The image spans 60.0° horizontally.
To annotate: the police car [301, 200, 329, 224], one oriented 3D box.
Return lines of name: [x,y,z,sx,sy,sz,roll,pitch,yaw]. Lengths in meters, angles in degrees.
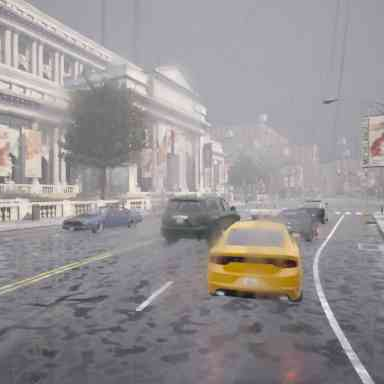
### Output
police car: [9.169,1.425,25.099,1.930,1.638,5.238,0,0,27]

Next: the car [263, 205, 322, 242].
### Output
car: [5.162,1.564,16.744,1.994,1.385,4.181,0,0,26]

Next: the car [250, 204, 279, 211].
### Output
car: [6.353,1.601,27.069,1.895,1.301,4.718,0,0,29]

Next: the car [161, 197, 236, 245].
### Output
car: [0.613,1.222,15.317,2.150,2.045,5.566,0,0,24]

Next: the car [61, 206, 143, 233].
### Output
car: [-5.153,1.555,20.021,2.033,1.411,5.357,0,0,27]

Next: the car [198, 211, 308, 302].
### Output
car: [1.700,1.478,8.446,1.882,1.535,5.008,0,0,15]
